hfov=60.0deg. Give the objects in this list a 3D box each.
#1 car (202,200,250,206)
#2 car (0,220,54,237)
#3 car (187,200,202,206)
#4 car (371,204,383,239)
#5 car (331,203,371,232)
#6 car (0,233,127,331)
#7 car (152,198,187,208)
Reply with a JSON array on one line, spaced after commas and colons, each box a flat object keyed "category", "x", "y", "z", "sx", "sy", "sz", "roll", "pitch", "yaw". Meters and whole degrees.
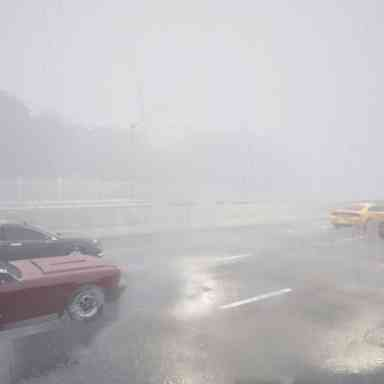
[{"category": "car", "x": 3.452, "y": 1.457, "z": 27.870, "sx": 4.674, "sy": 1.442, "sz": 1.812, "roll": 0, "pitch": 0, "yaw": -35}, {"category": "car", "x": -4.869, "y": 1.503, "z": 8.868, "sx": 4.892, "sy": 1.490, "sz": 1.837, "roll": 0, "pitch": 0, "yaw": -35}, {"category": "car", "x": 2.238, "y": 1.453, "z": 31.296, "sx": 4.674, "sy": 1.442, "sz": 1.812, "roll": 0, "pitch": 0, "yaw": -35}, {"category": "car", "x": 10.806, "y": 1.289, "z": 15.701, "sx": 4.553, "sy": 1.767, "sz": 2.097, "roll": 0, "pitch": 0, "yaw": -35}, {"category": "car", "x": 10.231, "y": 1.407, "z": 19.582, "sx": 5.008, "sy": 1.535, "sz": 1.882, "roll": 0, "pitch": 0, "yaw": -35}, {"category": "car", "x": -3.547, "y": 1.600, "z": 5.513, "sx": 4.718, "sy": 1.301, "sz": 1.895, "roll": 0, "pitch": 0, "yaw": -35}, {"category": "car", "x": -2.027, "y": 1.405, "z": 36.853, "sx": 5.008, "sy": 1.535, "sz": 1.882, "roll": 0, "pitch": 0, "yaw": -35}]
